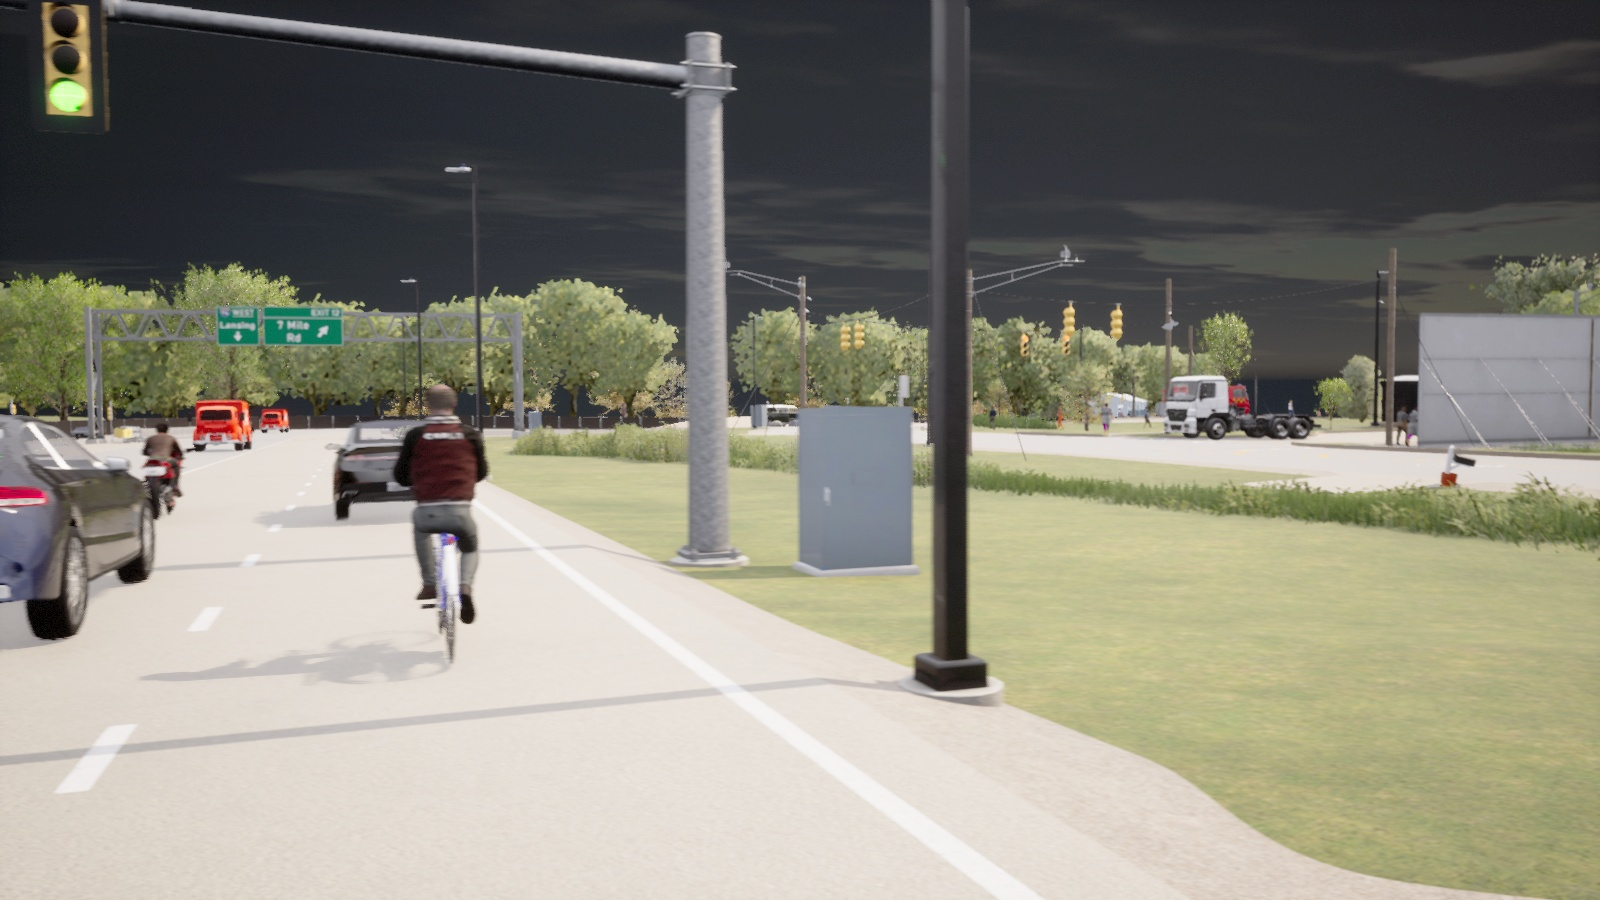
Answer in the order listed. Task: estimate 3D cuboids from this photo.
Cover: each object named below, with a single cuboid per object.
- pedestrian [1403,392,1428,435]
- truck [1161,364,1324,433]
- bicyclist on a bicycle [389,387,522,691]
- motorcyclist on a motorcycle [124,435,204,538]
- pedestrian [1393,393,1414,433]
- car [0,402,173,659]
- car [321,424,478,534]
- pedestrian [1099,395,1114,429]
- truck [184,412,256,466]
[{"bbox_3d":[28.439,-1.693,58.019,0.873,1.952,0.659,-3,4,-27],"label":"pedestrian"},{"bbox_3d":[23.731,-2.781,67.414,7.936,3.462,2.891,-2,3,-14],"label":"truck"},{"bbox_3d":[-2.338,0.505,8.380,0.659,1.776,1.843,-3,2,-19],"label":"bicyclist on a bicycle"},{"bbox_3d":[-10.144,0.536,20.098,0.797,1.523,2.044,-3,2,-19],"label":"motorcyclist on a motorcycle"},{"bbox_3d":[28.166,-1.719,58.614,0.694,1.848,0.540,-3,3,-23],"label":"pedestrian"},{"bbox_3d":[-6.695,0.517,10.224,2.152,1.651,5.027,-3,2,-19],"label":"car"},{"bbox_3d":[-6.645,0.366,20.683,2.128,1.511,4.902,-3,2,-19],"label":"car"},{"bbox_3d":[17.795,-2.222,72.998,0.659,1.952,0.873,0,3,25],"label":"pedestrian"},{"bbox_3d":[-28.508,-0.584,61.882,2.627,2.467,5.204,-3,2,-19],"label":"truck"}]
